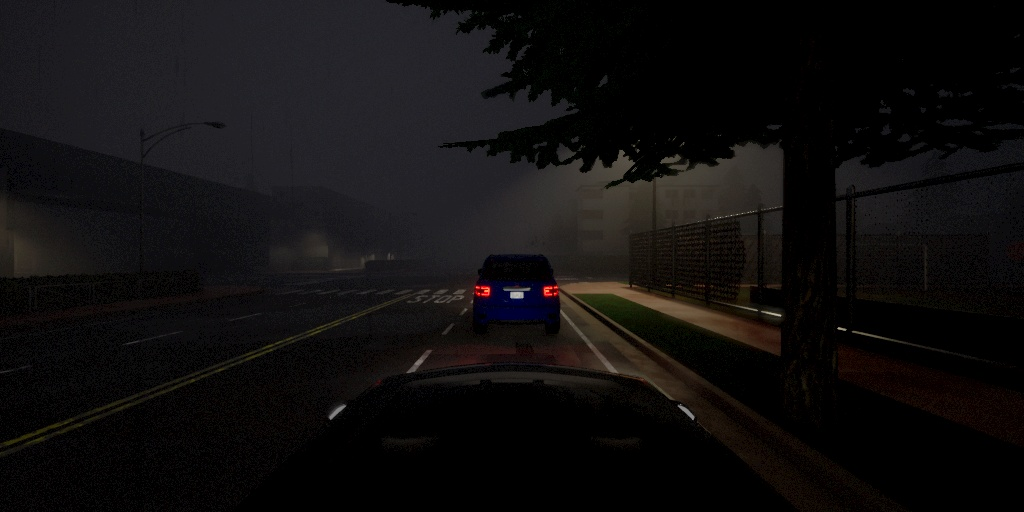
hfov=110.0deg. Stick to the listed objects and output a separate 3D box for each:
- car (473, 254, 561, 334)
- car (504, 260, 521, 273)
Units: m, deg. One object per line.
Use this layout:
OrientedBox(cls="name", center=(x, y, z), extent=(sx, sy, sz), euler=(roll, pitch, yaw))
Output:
OrientedBox(cls="car", center=(0.115, 0.972, 10.738), extent=(2.150, 2.045, 5.566), euler=(0, 0, 0))
OrientedBox(cls="car", center=(0.025, 1.242, 45.614), extent=(2.128, 1.511, 4.902), euler=(0, 0, 0))
